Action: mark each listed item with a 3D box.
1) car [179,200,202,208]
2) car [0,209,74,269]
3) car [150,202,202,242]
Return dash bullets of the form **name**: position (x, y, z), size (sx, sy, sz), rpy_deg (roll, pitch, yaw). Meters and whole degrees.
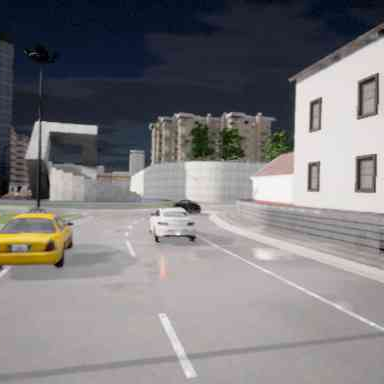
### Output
- **car**: position (-0.433, 1.458, 32.986), size (1.994, 1.385, 4.181), rpy_deg (1, 0, 18)
- **car**: position (-4.823, 1.299, 10.501), size (1.801, 1.575, 5.366), rpy_deg (1, 0, -15)
- **car**: position (-0.988, 1.454, 15.970), size (1.812, 1.442, 4.674), rpy_deg (1, 0, -11)
